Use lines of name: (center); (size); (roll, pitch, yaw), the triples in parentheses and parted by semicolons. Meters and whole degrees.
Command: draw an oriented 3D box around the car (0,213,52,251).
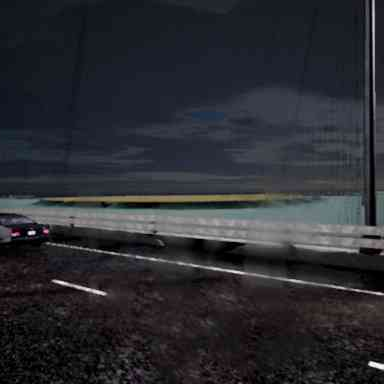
car: (-8.157, 1.621, 14.162); (5.357, 1.411, 2.033); (0, 0, 36)
